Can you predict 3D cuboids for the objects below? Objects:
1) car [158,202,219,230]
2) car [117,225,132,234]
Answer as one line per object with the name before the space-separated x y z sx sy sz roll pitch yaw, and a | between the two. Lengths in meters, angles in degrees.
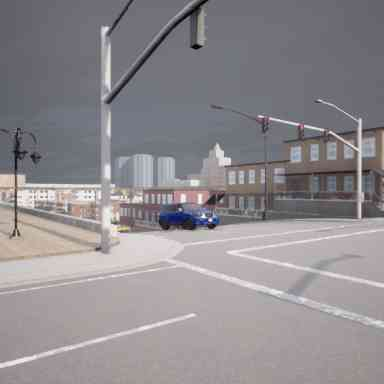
car | -0.405 1.777 24.645 2.150 2.045 5.566 0 -5 -36
car | -8.074 4.245 35.071 1.882 1.535 5.008 0 -12 -37
